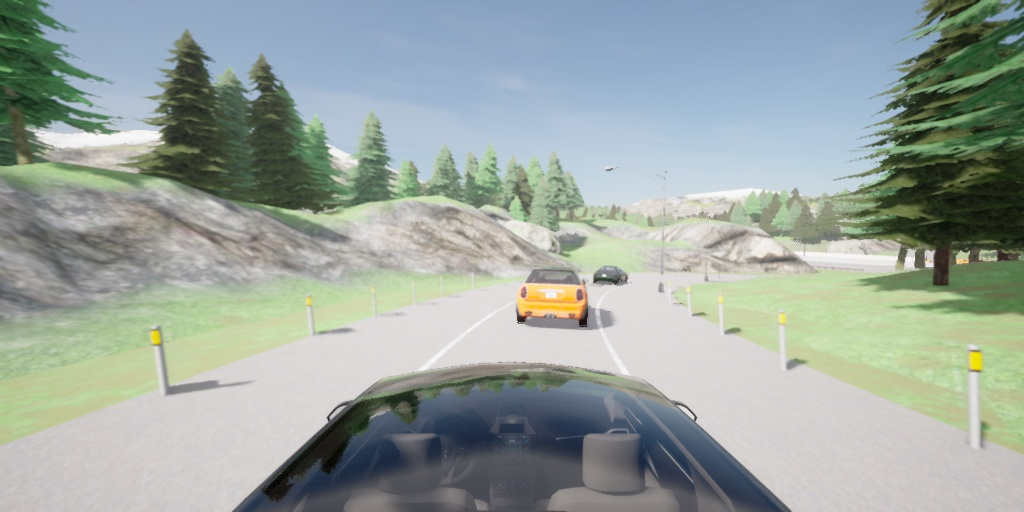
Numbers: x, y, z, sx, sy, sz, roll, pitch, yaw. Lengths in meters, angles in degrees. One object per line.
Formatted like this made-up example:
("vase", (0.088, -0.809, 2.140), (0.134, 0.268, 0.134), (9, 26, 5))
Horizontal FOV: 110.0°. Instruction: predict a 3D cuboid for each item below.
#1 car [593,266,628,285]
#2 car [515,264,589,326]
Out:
("car", (7.996, 1.473, 28.892), (1.994, 1.385, 4.181), (3, 1, 30))
("car", (1.480, 1.121, 12.104), (2.097, 1.767, 4.553), (1, 0, 11))
